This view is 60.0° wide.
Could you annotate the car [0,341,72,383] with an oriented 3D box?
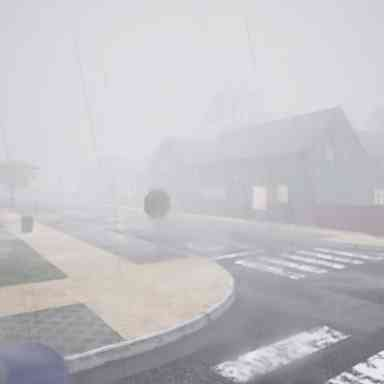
[{"bbox_3d":[-2.738,1.506,1.119,4.674,1.442,1.812,1,0,-35],"label":"car"}]
